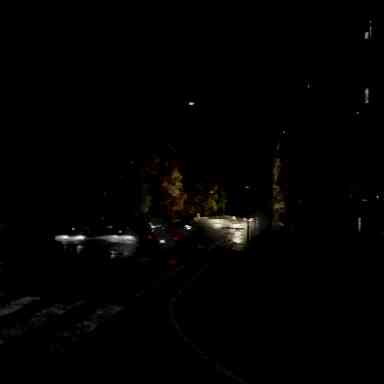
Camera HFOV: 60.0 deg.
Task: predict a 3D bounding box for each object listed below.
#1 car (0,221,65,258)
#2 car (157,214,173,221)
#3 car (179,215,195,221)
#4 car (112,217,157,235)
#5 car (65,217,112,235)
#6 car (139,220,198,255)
[{"bbox_3d":[-8.234,2.072,15.383,1.812,1.442,4.674,1,-3,12],"label":"car"},{"bbox_3d":[-4.182,4.039,48.652,1.837,1.490,4.892,1,-4,13],"label":"car"},{"bbox_3d":[-0.779,4.170,48.959,1.812,1.442,4.674,1,-3,12],"label":"car"},{"bbox_3d":[-5.182,2.959,29.310,2.033,1.411,5.357,1,-3,12],"label":"car"},{"bbox_3d":[-8.830,2.795,27.839,1.994,1.385,4.181,1,-3,12],"label":"car"},{"bbox_3d":[-0.976,2.432,17.674,1.994,1.385,4.181,1,-3,12],"label":"car"}]
